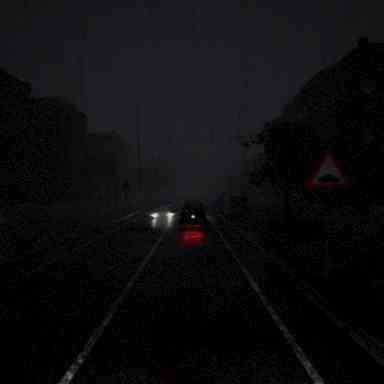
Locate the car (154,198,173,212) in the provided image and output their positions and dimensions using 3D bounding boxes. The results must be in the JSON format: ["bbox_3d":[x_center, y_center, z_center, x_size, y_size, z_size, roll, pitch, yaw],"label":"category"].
[{"bbox_3d":[-3.110,1.392,36.800,1.882,1.535,5.008,0,0,0],"label":"car"}]

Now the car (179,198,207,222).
[{"bbox_3d":[0.077,1.458,25.774,1.837,1.490,4.892,0,1,0],"label":"car"}]

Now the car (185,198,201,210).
[{"bbox_3d":[0.082,1.464,42.837,1.994,1.385,4.181,0,0,0],"label":"car"}]
